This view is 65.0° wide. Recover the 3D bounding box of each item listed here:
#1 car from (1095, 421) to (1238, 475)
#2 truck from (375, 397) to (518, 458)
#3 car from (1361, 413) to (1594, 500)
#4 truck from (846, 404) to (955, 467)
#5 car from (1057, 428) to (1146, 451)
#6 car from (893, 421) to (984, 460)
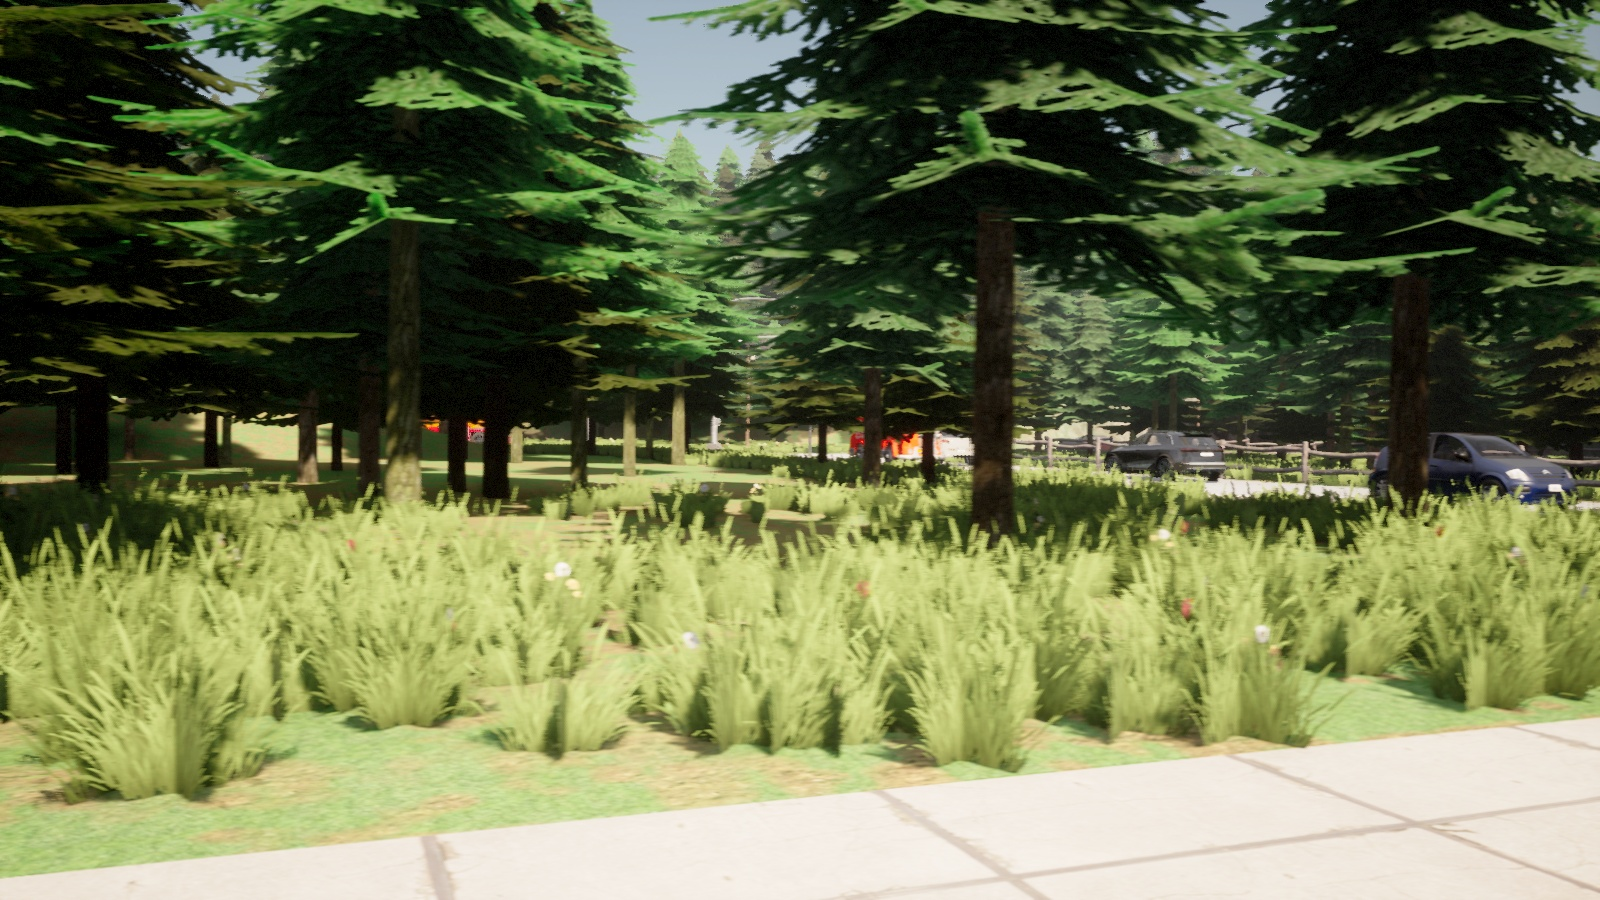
[{"bbox_3d":[11.911,-0.097,41.177,2.033,1.649,4.856,-1,1,-20],"label":"car"},{"bbox_3d":[-23.024,-1.478,81.968,8.468,3.827,2.891,0,1,8],"label":"truck"},{"bbox_3d":[13.709,0.096,25.674,1.851,1.617,3.988,-1,1,-19],"label":"car"},{"bbox_3d":[4.130,-0.615,52.580,2.627,2.467,5.204,-1,1,-20],"label":"truck"},{"bbox_3d":[19.659,-0.702,82.129,5.357,1.411,2.033,-1,1,3],"label":"car"},{"bbox_3d":[6.226,-0.446,57.127,2.152,1.651,5.027,-1,1,-20],"label":"car"}]
